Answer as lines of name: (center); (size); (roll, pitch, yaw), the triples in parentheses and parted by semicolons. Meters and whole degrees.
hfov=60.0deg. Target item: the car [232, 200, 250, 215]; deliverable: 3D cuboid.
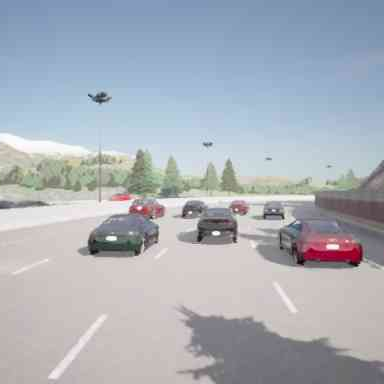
car: (4.853, 1.538, 34.135); (1.812, 1.442, 4.674); (0, 0, 15)

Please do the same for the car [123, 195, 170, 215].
car: (-3.726, 1.339, 28.285); (2.097, 1.767, 4.553); (0, 0, 12)

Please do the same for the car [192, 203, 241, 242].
car: (1.333, 1.508, 16.555); (1.837, 1.490, 4.892); (0, 0, 7)

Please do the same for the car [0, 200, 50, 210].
car: (-14.454, 1.460, 29.216); (1.837, 1.490, 4.892); (0, 0, 12)

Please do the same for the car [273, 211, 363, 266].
car: (4.308, 1.576, 11.746); (1.994, 1.385, 4.181); (0, 0, 5)

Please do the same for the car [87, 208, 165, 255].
car: (-2.553, 1.555, 13.372); (1.994, 1.385, 4.181); (0, 0, 6)

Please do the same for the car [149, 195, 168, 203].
car: (-7.179, 1.465, 71.205); (1.812, 1.442, 4.674); (0, 0, 27)

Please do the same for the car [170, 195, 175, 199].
car: (-4.099, 1.454, 69.543); (1.837, 1.490, 4.892); (0, 0, 27)

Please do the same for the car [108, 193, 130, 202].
car: (-14.085, 1.177, 64.817); (2.150, 2.045, 5.566); (0, 0, 23)

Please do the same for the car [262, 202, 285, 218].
car: (7.278, 1.567, 29.653); (2.033, 1.411, 5.357); (0, 0, 14)

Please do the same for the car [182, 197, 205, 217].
car: (0.391, 1.504, 30.752); (1.837, 1.490, 4.892); (0, 0, 13)

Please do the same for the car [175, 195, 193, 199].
car: (-0.822, 1.494, 68.258); (2.033, 1.411, 5.357); (0, 0, 27)
